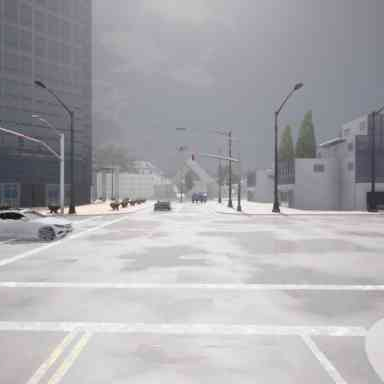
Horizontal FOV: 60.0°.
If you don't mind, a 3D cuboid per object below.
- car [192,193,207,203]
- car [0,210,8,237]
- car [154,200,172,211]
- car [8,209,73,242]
[{"bbox_3d":[1.517,1.221,69.570,2.150,2.045,5.566,0,0,15],"label":"car"},{"bbox_3d":[-10.479,1.275,12.636,5.566,2.045,2.150,0,0,0],"label":"car"},{"bbox_3d":[-3.615,1.601,41.563,1.895,1.301,4.718,0,0,0],"label":"car"},{"bbox_3d":[-8.234,1.568,16.146,4.674,1.442,1.812,0,0,-1],"label":"car"}]
